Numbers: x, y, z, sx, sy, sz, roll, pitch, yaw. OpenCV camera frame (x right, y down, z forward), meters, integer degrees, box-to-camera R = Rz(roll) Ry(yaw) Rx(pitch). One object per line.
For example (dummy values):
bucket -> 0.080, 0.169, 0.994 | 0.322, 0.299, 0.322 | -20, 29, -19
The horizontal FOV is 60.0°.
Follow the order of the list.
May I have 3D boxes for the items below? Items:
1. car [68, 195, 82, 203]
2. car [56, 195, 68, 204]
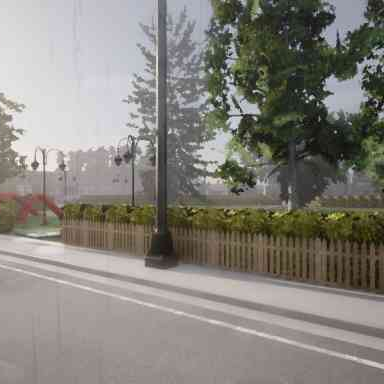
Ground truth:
car -> -18.945, 1.505, 59.232 | 1.837, 1.490, 4.892 | 0, 0, 35
car -> -22.436, 1.351, 60.643 | 2.097, 1.767, 4.553 | 0, 0, 35
